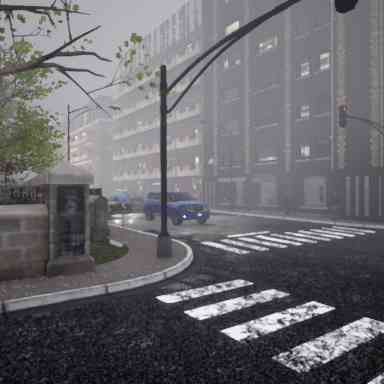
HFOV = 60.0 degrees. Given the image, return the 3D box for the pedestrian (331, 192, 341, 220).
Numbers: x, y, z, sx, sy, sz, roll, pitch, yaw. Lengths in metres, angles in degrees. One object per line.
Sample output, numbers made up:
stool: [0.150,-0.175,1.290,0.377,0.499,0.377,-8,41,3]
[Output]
pedestrian: [9.418,0.901,21.923,0.375,1.860,0.375,1,-1,-36]

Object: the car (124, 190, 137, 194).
car: [-5.121,0.726,36.806,2.192,1.841,5.009,1,1,-36]

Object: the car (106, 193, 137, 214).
car: [-6.840,1.098,29.334,1.994,1.385,4.181,0,1,-36]

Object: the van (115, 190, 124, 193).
van: [-8.386,0.654,41.261,1.690,1.788,3.998,1,1,-36]

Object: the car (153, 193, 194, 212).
car: [-1.858,0.949,32.353,1.967,1.590,4.097,1,1,-36]

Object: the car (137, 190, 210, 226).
car: [-1.179,0.926,21.607,2.150,2.045,5.566,0,1,-36]
